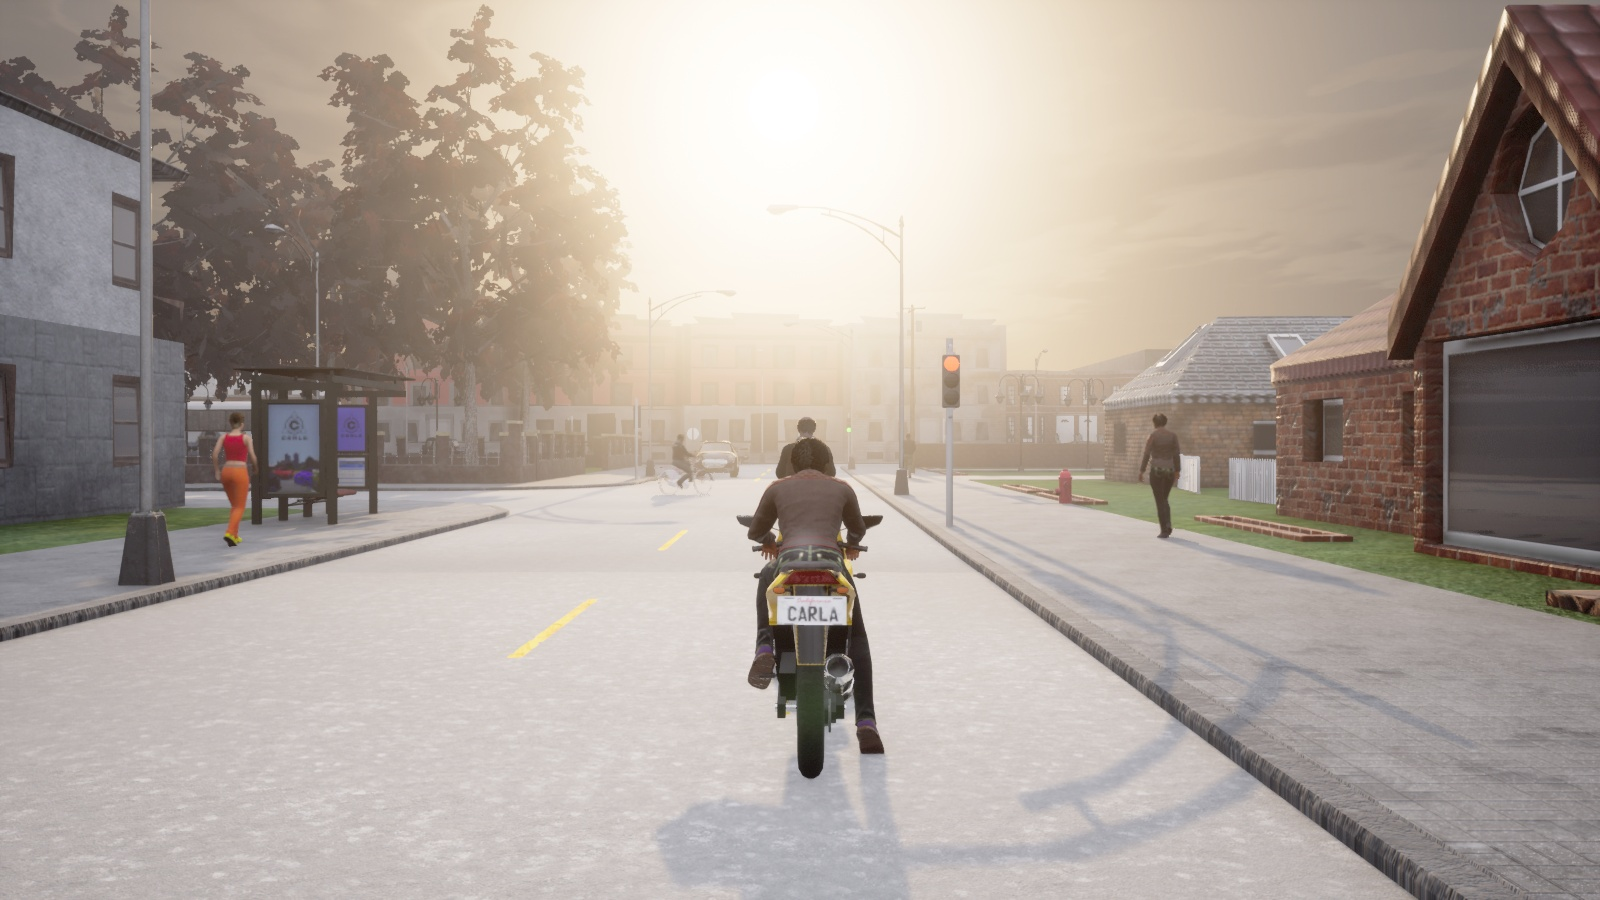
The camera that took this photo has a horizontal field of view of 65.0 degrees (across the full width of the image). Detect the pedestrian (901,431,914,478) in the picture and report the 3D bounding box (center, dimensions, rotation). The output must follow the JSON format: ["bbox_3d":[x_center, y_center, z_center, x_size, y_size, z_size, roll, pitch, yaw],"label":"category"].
[{"bbox_3d":[4.261,0.178,49.719,0.431,1.840,0.703,0,0,0],"label":"pedestrian"}]

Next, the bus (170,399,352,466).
[{"bbox_3d":[-35.270,-1.124,82.490,10.273,4.253,3.944,0,0,1],"label":"bus"}]

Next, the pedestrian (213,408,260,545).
[{"bbox_3d":[-7.707,0.353,17.191,0.345,1.836,0.594,0,0,4],"label":"pedestrian"}]

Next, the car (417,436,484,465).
[{"bbox_3d":[-22.915,0.058,82.453,3.866,1.878,1.905,0,0,1],"label":"car"}]

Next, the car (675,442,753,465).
[{"bbox_3d":[-5.877,0.215,85.592,4.902,1.511,2.128,0,0,28],"label":"car"}]

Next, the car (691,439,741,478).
[{"bbox_3d":[-3.748,0.354,56.532,2.033,1.649,4.856,0,0,-1],"label":"car"}]

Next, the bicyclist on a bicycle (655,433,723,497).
[{"bbox_3d":[-3.156,0.412,35.905,1.843,1.776,0.659,-1,-1,-39],"label":"bicyclist on a bicycle"}]

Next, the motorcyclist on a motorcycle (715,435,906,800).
[{"bbox_3d":[0.049,0.693,6.256,0.797,1.523,2.044,0,0,0],"label":"motorcyclist on a motorcycle"}]

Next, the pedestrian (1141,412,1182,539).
[{"bbox_3d":[5.231,0.358,18.184,0.328,1.805,0.869,0,0,-1],"label":"pedestrian"}]
